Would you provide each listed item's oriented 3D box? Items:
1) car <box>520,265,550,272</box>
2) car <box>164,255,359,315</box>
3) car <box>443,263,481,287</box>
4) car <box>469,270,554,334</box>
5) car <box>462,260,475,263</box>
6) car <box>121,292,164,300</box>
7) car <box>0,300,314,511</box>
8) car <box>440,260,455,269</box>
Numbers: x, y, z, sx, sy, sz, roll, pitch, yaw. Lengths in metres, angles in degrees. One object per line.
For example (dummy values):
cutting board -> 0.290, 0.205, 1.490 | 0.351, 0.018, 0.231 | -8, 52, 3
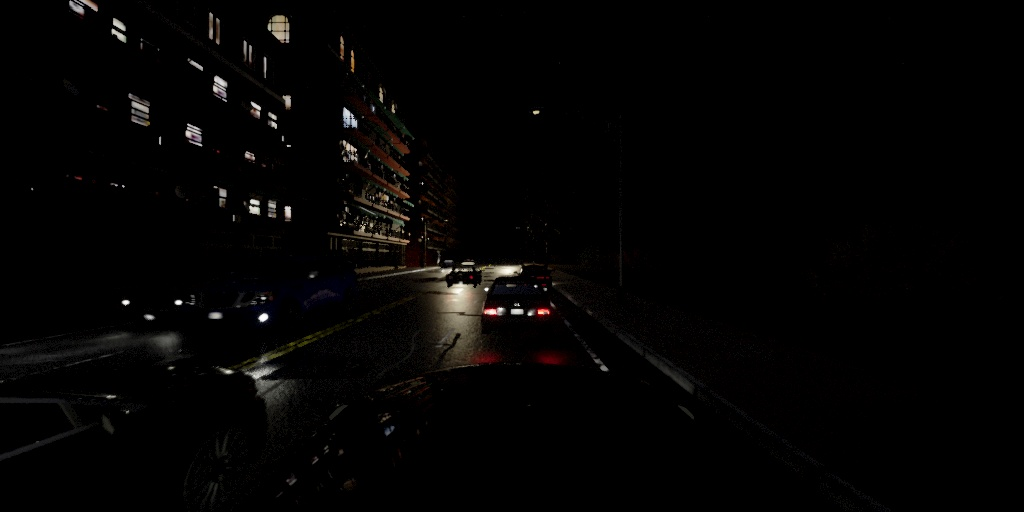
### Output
car -> 1.171, 1.257, 20.257 | 1.837, 1.490, 4.892 | 0, 0, 0
car -> -6.586, 0.972, 10.732 | 2.150, 2.045, 5.566 | 0, 0, 0
car -> -3.105, 1.353, 24.079 | 1.895, 1.301, 4.718 | 0, 0, 0
car -> 0.117, 1.299, 10.568 | 2.033, 1.411, 5.357 | 0, 0, 0
car -> -6.494, 1.275, 53.973 | 1.812, 1.442, 4.674 | 0, 0, 0
car -> -9.830, 1.352, 11.940 | 1.895, 1.301, 4.718 | 0, 0, 0
car -> -3.153, 1.241, 1.284 | 2.128, 1.511, 4.902 | 0, 0, 0
car -> -9.737, 1.313, 55.325 | 1.994, 1.385, 4.181 | 0, 0, 0
